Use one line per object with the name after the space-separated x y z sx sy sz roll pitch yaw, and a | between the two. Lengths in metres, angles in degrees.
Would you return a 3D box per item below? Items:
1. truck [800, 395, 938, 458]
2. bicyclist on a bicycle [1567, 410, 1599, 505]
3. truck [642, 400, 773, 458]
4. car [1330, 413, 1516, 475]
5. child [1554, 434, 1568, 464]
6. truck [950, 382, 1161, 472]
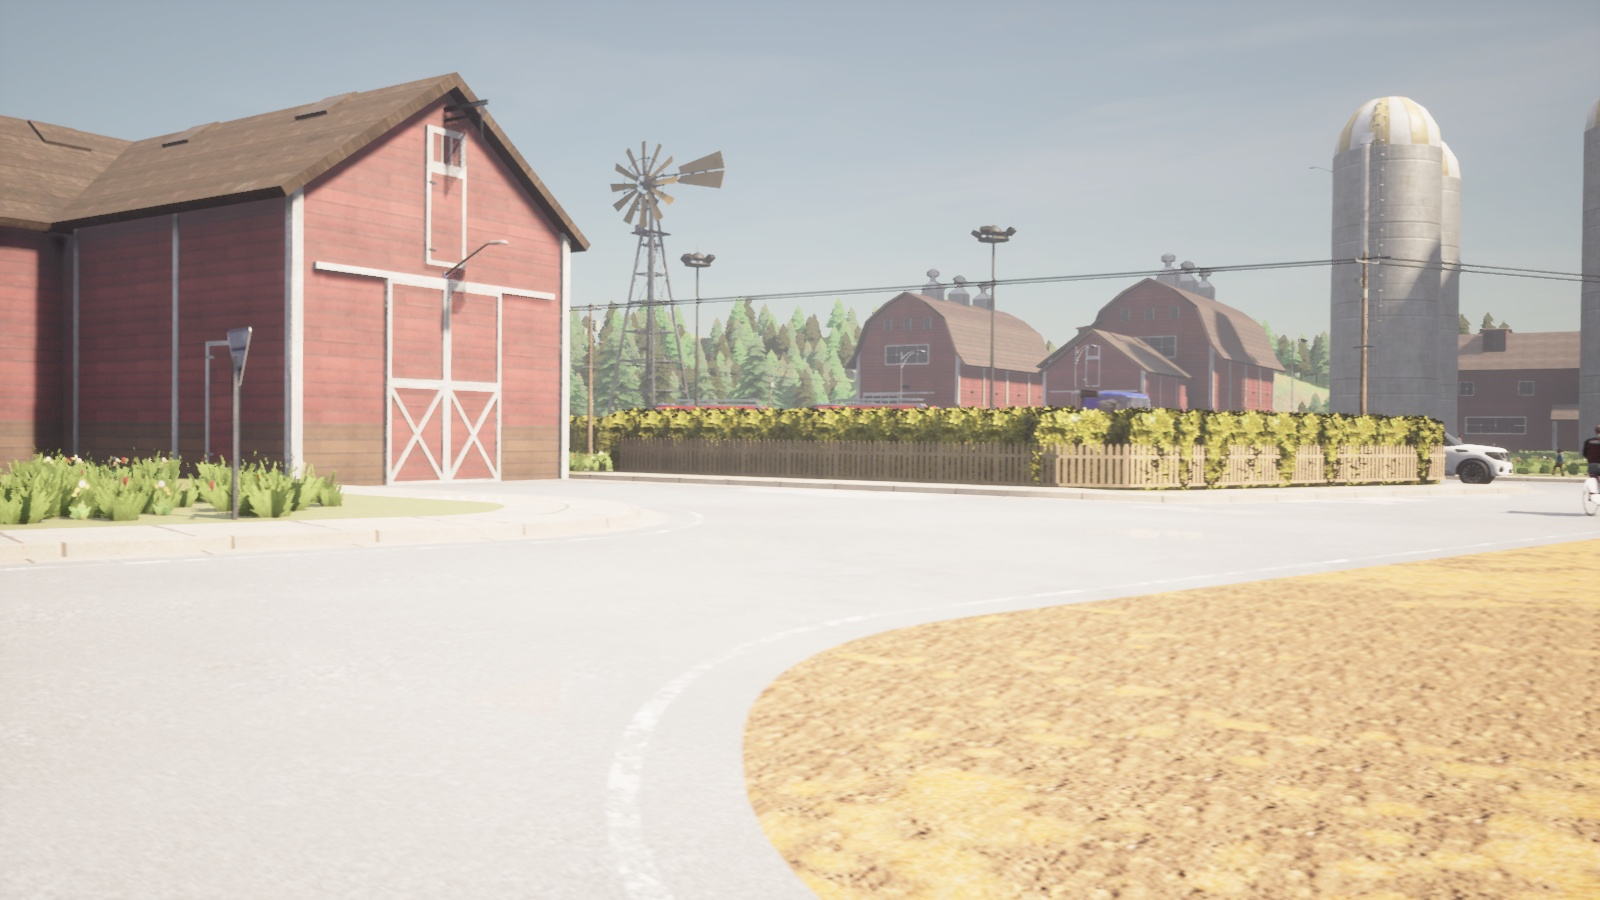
4.375 -1.445 80.287 8.468 3.827 2.891 0 1 33 | truck
15.575 0.119 24.265 1.843 1.776 0.659 -1 1 -37 | bicyclist on a bicycle
-6.343 -1.432 86.096 8.468 3.827 2.891 0 1 21 | truck
21.760 -0.210 43.991 5.566 2.045 2.150 0 1 35 | car
30.096 -0.046 49.643 0.448 1.192 0.343 0 1 33 | child
10.405 -0.916 51.494 7.936 3.462 2.891 0 1 33 | truck
